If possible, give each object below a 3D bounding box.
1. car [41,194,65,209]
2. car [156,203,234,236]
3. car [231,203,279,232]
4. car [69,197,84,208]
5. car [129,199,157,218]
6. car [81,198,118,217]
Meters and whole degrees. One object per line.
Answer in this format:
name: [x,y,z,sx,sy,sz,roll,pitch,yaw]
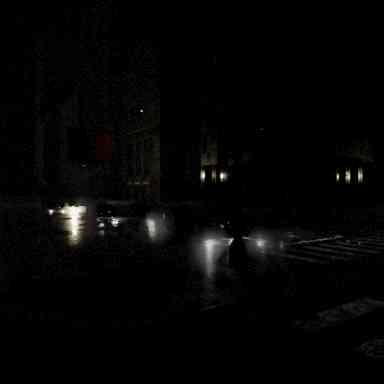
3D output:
car: [-19.567,1.297,46.714,2.150,2.045,5.566,0,0,-35]
car: [0.142,1.501,18.721,1.837,1.490,4.892,0,0,-35]
car: [2.975,1.468,20.339,1.882,1.535,5.008,0,0,-37]
car: [-15.966,1.467,47.227,1.882,1.535,5.008,0,0,-35]
car: [-4.039,1.463,30.250,1.882,1.535,5.008,0,1,-35]
car: [-8.415,1.555,30.809,1.994,1.385,4.181,0,0,-35]
